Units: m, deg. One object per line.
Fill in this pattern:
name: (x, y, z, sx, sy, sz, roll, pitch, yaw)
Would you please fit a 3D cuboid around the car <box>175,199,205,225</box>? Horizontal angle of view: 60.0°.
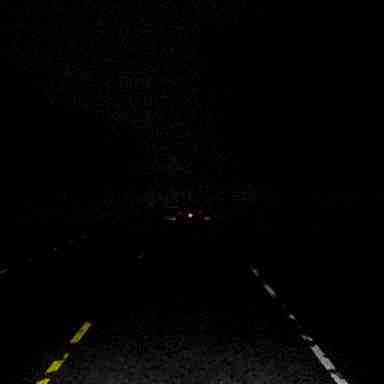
car: (-0.161, 1.475, 23.552, 1.994, 1.385, 4.181, 0, 0, -2)
